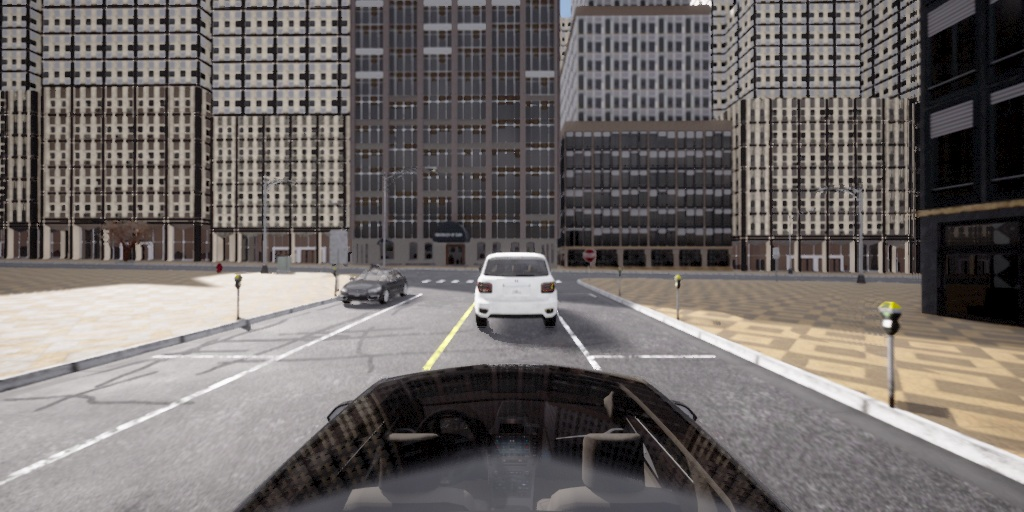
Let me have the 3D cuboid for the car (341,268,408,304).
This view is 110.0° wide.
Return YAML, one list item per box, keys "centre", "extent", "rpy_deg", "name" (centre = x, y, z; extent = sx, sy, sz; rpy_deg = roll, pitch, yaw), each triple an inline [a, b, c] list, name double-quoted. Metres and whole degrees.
- centre: [-5.822, 1.219, 15.623]
  extent: [2.007, 1.370, 4.403]
  rpy_deg: [0, 0, 0]
  name: "car"

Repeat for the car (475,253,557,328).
- centre: [0.101, 0.916, 11.290]
  extent: [2.150, 2.045, 5.566]
  rpy_deg: [0, 0, 0]
  name: "car"
